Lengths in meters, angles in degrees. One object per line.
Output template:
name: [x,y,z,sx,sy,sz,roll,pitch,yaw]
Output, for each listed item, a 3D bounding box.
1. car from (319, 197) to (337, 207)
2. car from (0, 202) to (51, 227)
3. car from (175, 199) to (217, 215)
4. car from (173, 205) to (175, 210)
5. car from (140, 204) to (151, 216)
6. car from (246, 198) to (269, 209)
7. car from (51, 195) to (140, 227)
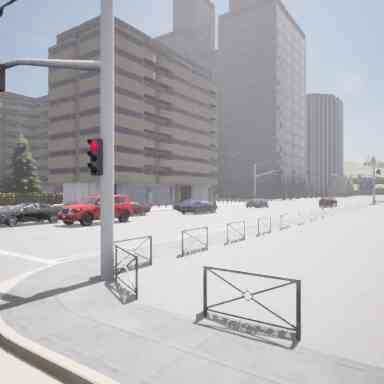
car: [20.783,1.478,50.716,1.882,1.535,5.008,0,0,35]
car: [-11.302,1.492,22.987,2.128,1.511,4.902,0,0,35]
car: [0.673,1.601,34.198,1.895,1.301,4.718,0,0,35]
car: [-0.015,1.547,39.358,2.033,1.411,5.357,0,0,35]
car: [-6.043,1.601,30.619,1.895,1.301,4.718,0,0,35]
car: [9.165,1.525,46.421,1.812,1.442,4.674,0,0,35]
car: [-6.640,1.221,23.586,2.150,2.045,5.566,0,0,35]
